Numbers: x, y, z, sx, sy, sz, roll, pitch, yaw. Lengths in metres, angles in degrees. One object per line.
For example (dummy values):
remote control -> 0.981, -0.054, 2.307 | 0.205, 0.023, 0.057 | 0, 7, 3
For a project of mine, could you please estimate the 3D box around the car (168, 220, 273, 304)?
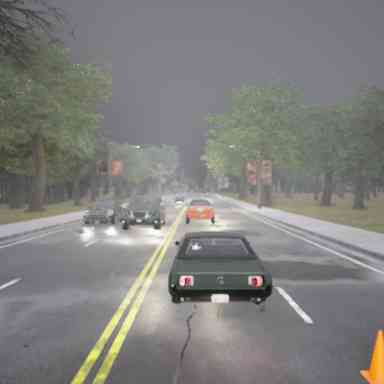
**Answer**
car -> 0.514, 1.599, 8.113 | 1.895, 1.301, 4.718 | 0, 0, 0

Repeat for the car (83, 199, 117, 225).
car -> -6.098, 1.332, 23.649 | 2.097, 1.767, 4.553 | 0, 0, 0

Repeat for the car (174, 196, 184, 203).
car -> -2.317, 1.381, 63.651 | 2.033, 1.411, 5.357 | 0, 0, 1

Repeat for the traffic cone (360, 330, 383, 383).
traffic cone -> 2.260, 1.957, 3.990 | 0.340, 0.580, 0.340 | 0, 0, 0

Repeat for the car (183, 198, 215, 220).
car -> 0.615, 1.336, 25.747 | 2.097, 1.767, 4.553 | 0, 0, 0

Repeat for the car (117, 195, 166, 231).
car -> -2.869, 1.207, 20.902 | 2.150, 2.045, 5.566 | 0, 0, 0
